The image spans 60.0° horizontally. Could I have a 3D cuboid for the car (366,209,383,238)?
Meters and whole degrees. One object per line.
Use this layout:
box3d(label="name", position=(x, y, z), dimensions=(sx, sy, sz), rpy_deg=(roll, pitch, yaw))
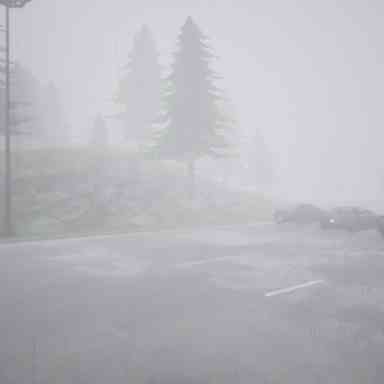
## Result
box3d(label="car", position=(10.606, 1.421, 15.605), dimensions=(4.902, 1.511, 2.128), rpy_deg=(0, 0, -35))

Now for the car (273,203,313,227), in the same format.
box3d(label="car", position=(7.278, 1.451, 21.961), dimensions=(4.674, 1.442, 1.812), rpy_deg=(0, 0, -37))

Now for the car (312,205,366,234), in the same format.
box3d(label="car", position=(9.084, 1.491, 18.817), dimensions=(4.181, 1.385, 1.994), rpy_deg=(0, 0, -35))
